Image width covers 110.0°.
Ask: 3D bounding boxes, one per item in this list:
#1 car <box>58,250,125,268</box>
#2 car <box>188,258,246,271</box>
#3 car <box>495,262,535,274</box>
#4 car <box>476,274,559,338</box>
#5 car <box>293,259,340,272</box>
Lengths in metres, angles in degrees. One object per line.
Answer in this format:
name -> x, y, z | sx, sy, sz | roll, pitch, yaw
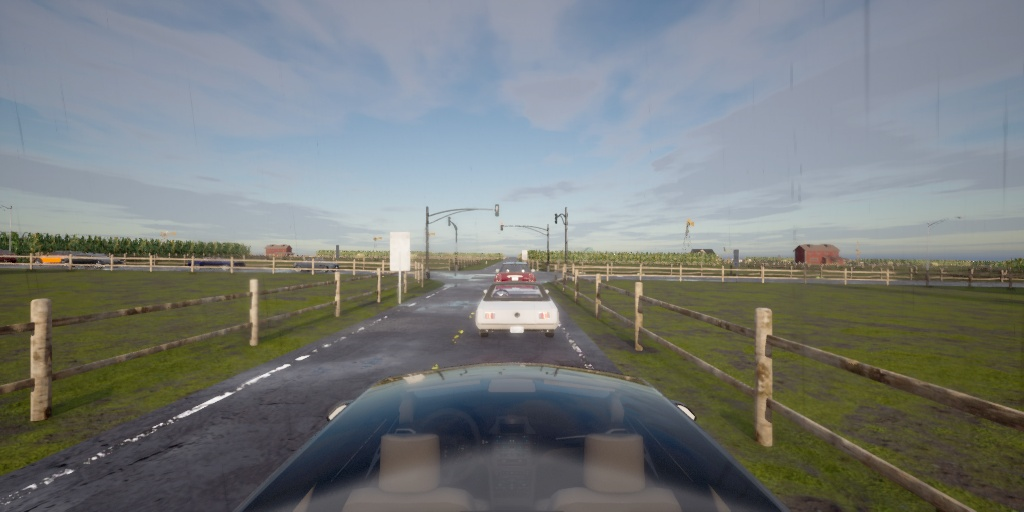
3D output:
car -> -42.832, 0.490, 36.861 | 4.892, 1.490, 1.837 | 1, 0, 0
car -> -30.174, 0.814, 36.806 | 4.718, 1.301, 1.895 | 1, 0, 0
car -> 0.178, 1.103, 19.173 | 2.097, 1.767, 4.553 | 0, 0, 1
car -> 0.123, 1.351, 10.184 | 1.895, 1.301, 4.718 | 0, 0, 0
car -> -19.968, 0.962, 36.778 | 4.181, 1.385, 1.994 | 1, 0, 0
